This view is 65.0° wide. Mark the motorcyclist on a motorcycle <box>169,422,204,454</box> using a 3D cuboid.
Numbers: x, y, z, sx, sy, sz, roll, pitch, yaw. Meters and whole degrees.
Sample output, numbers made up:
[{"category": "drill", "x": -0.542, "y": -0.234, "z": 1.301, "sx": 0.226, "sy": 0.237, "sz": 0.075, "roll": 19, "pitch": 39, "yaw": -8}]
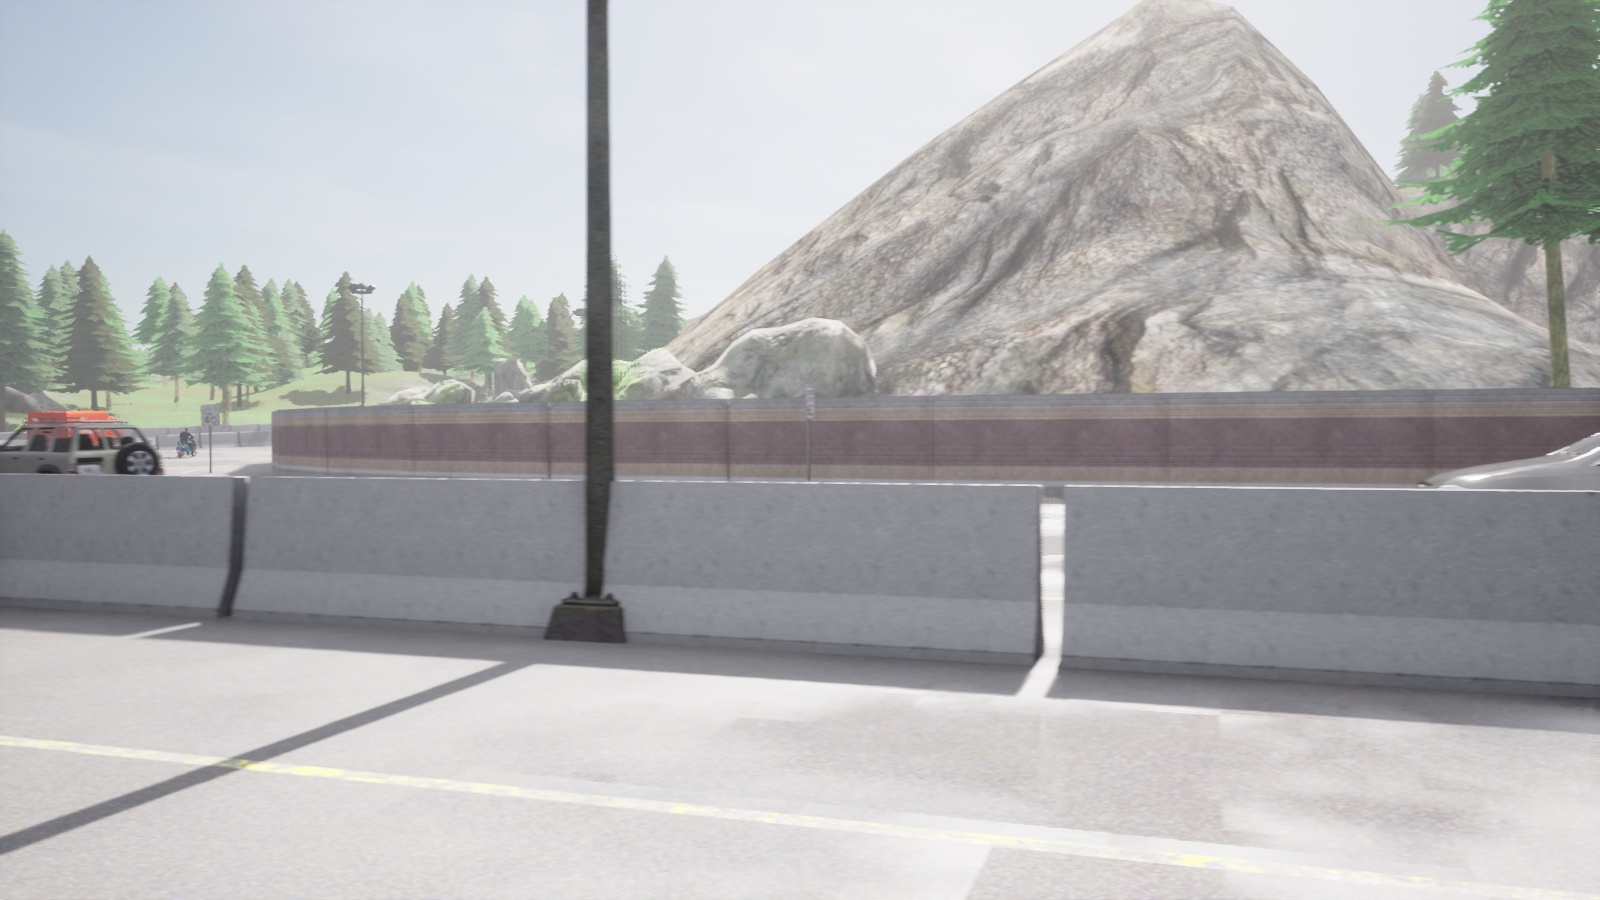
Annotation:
[{"category": "motorcyclist on a motorcycle", "x": -31.587, "y": -0.619, "z": 64.707, "sx": 0.866, "sy": 1.590, "sz": 1.817, "roll": 1, "pitch": 2, "yaw": 3}]

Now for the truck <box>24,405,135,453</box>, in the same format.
[{"category": "truck", "x": -38.450, "y": -1.133, "z": 67.187, "sx": 2.627, "sy": 2.467, "sz": 5.204, "roll": 0, "pitch": 2, "yaw": 5}]

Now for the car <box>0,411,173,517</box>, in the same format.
[{"category": "car", "x": -14.350, "y": 0.202, "z": 24.184, "sx": 4.605, "sy": 1.855, "sz": 1.932, "roll": 1, "pitch": 2, "yaw": 32}]

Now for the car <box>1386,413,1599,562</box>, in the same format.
[{"category": "car", "x": 9.753, "y": 0.407, "z": 14.679, "sx": 5.027, "sy": 1.651, "sz": 2.152, "roll": 0, "pitch": 1, "yaw": 19}]
